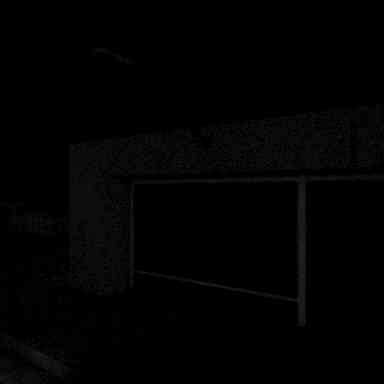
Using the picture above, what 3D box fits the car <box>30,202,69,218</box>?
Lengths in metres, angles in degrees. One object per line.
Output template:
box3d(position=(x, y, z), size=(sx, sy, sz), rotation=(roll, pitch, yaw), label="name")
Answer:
box3d(position=(-10.818, 1.558, 28.032), size=(2.033, 1.411, 5.357), rotation=(0, 0, 35), label="car")
